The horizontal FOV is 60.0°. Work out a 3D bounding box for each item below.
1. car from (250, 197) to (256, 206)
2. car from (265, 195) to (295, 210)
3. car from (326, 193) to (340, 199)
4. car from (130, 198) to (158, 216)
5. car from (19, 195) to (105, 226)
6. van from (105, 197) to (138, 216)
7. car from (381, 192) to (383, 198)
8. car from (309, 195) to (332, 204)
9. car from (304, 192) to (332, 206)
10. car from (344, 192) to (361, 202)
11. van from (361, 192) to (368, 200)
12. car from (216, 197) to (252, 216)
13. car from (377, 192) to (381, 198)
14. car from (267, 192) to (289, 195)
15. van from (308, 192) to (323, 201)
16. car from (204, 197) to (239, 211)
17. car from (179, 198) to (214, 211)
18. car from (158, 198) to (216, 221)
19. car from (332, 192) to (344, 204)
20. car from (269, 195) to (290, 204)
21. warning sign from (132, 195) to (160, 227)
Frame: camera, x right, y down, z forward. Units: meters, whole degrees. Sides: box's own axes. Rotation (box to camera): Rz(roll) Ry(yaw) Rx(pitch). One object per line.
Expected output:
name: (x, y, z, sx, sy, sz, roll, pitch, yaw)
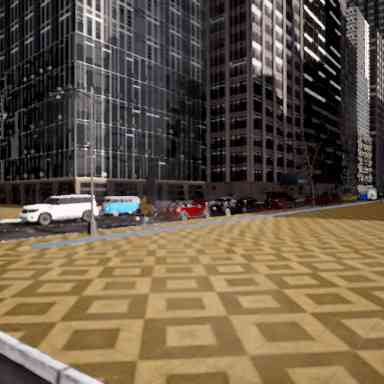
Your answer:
car: (7.957, 1.364, 49.325, 1.947, 1.339, 4.313, 0, 1, 40)
car: (10.646, 1.385, 39.548, 1.802, 1.307, 4.206, 0, 1, 40)
car: (33.749, 1.021, 79.667, 1.947, 1.339, 4.313, 0, 1, 40)
car: (-3.011, 1.505, 32.434, 2.033, 1.411, 5.357, 0, 0, 40)
car: (-9.663, 1.269, 24.608, 2.150, 2.045, 5.566, 0, 0, 40)
van: (-6.871, 1.337, 32.065, 1.690, 1.788, 3.998, 0, 1, 40)
car: (47.489, 0.865, 82.892, 2.008, 1.369, 4.403, 0, 1, 40)
car: (22.090, 1.185, 57.022, 2.033, 1.411, 5.357, 0, 0, 40)
car: (18.014, 1.019, 48.214, 2.192, 1.841, 5.009, 0, 1, 40)
car: (29.177, 1.081, 61.349, 1.752, 1.417, 4.829, 0, 1, 40)
van: (36.436, 0.800, 69.887, 1.690, 1.788, 3.998, 0, 1, 40)
car: (3.328, 1.467, 30.837, 1.947, 1.339, 4.313, 0, 1, 40)
car: (40.120, 0.962, 74.223, 2.008, 1.369, 4.403, 0, 1, 40)
car: (11.978, 0.993, 45.128, 2.150, 2.045, 5.566, 0, 0, 40)
van: (26.379, 0.894, 70.995, 1.690, 1.788, 3.998, 0, 1, 40)
car: (3.635, 1.394, 40.235, 1.812, 1.442, 4.674, 0, 0, 41)
car: (0.583, 1.441, 40.663, 1.887, 1.381, 4.507, 0, 1, 40)
car: (-0.313, 1.390, 26.466, 1.967, 1.590, 4.097, 0, 1, 40)
car: (21.698, 0.970, 52.549, 2.192, 1.841, 5.009, 0, 1, 40)
car: (15.326, 1.266, 57.994, 1.947, 1.339, 4.313, 0, 1, 40)
warning sign: (-2.800, 1.110, 20.084, 1.300, 1.860, 1.060, -1, -1, 40)
